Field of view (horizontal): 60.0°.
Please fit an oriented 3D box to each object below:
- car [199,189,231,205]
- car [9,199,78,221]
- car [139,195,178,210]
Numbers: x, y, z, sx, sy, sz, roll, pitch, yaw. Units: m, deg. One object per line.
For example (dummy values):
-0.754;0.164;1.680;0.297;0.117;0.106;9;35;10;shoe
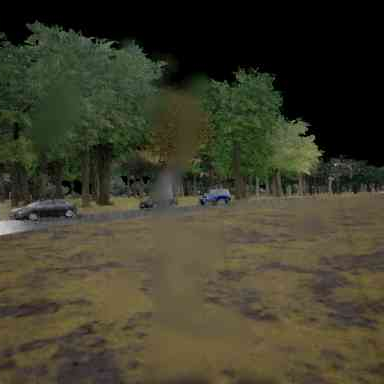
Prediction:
3.157;0.649;44.658;2.150;2.045;5.566;-3;-1;35;car
-10.917;1.312;24.748;1.837;1.490;4.892;-3;-1;35;car
-3.473;1.079;35.282;1.882;1.535;5.008;-3;-1;35;car
